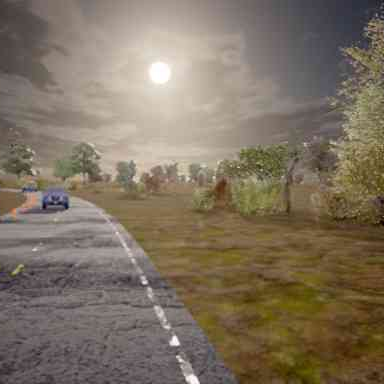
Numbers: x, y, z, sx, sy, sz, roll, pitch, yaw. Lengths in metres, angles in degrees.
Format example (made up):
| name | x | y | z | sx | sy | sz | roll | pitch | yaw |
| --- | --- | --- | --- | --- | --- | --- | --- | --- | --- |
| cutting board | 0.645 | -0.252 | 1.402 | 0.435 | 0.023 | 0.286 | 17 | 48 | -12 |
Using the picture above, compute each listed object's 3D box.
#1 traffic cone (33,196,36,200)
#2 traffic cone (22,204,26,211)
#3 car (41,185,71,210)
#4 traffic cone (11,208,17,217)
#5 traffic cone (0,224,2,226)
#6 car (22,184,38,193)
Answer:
| name | x | y | z | sx | sy | sz | roll | pitch | yaw |
| --- | --- | --- | --- | --- | --- | --- | --- | --- | --- |
| traffic cone | -17.211 | 0.985 | 35.814 | 0.340 | 0.580 | 0.340 | 0 | 1 | -23 |
| traffic cone | -13.492 | 1.226 | 26.645 | 0.340 | 0.580 | 0.340 | 0 | 1 | -21 |
| car | -12.167 | 0.436 | 29.779 | 2.150 | 2.045 | 5.566 | 0 | 1 | -22 |
| traffic cone | -11.763 | 1.346 | 22.010 | 0.340 | 0.580 | 0.340 | 0 | 1 | -20 |
| traffic cone | -10.121 | 1.466 | 17.342 | 0.340 | 0.580 | 0.340 | 0 | 1 | -19 |
| car | -38.039 | -0.894 | 78.092 | 2.150 | 2.045 | 5.566 | 0 | 1 | -43 |
